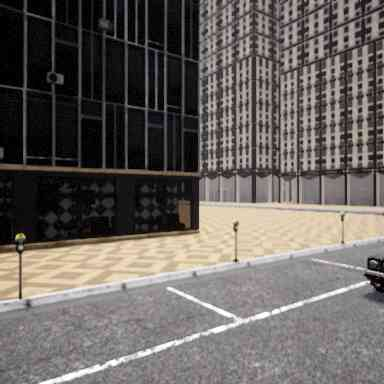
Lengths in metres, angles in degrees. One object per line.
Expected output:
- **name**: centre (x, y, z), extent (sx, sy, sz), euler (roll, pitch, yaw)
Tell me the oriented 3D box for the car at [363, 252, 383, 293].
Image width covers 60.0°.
- **car**: centre (5.950, 1.569, 7.590), extent (4.718, 1.301, 1.895), euler (0, 0, -35)
